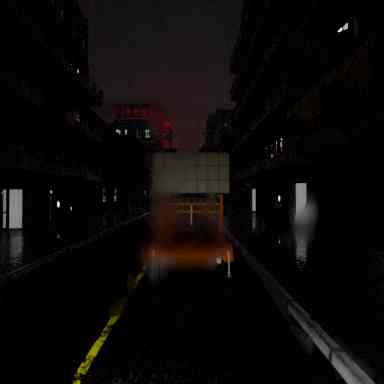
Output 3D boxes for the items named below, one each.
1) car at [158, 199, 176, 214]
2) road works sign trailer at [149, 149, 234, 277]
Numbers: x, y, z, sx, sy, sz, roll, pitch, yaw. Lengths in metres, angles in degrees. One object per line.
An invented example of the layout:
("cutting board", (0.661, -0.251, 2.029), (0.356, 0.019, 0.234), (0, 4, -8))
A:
("car", (-2.812, 1.600, 38.135), (1.882, 1.535, 5.008), (0, 0, 0))
("road works sign trailer", (-0.016, 0.477, 10.240), (2.380, 3.560, 2.880), (0, 0, 0))
